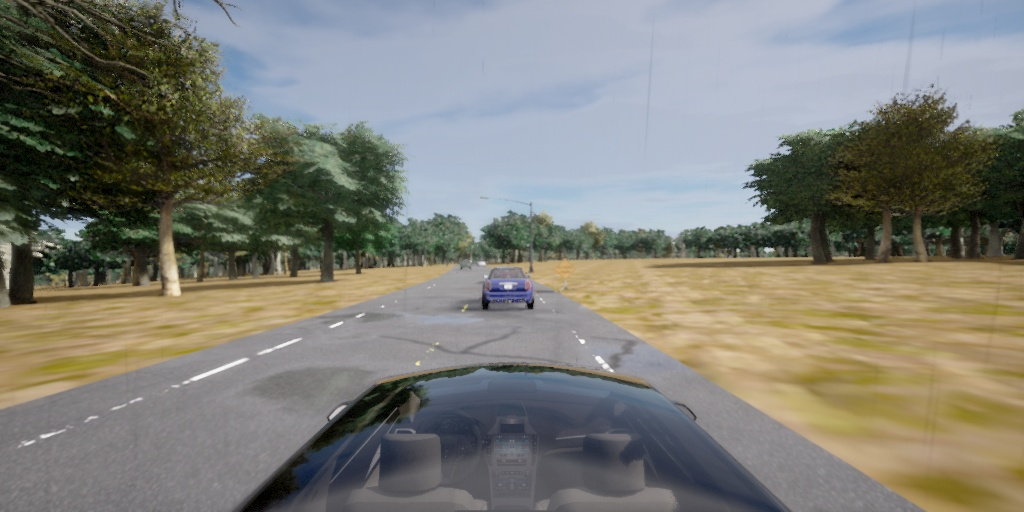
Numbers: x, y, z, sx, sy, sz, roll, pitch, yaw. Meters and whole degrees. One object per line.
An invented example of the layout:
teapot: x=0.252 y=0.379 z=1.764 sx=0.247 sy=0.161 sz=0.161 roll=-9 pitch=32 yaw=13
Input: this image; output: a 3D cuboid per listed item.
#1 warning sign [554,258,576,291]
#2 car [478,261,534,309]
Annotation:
warning sign: x=3.136 y=1.065 z=21.096 sx=1.300 sy=1.860 sz=1.060 roll=0 pitch=0 yaw=-3
car: x=-0.215 y=1.245 z=16.019 sx=2.097 sy=1.767 sz=4.553 roll=0 pitch=-1 yaw=-2
